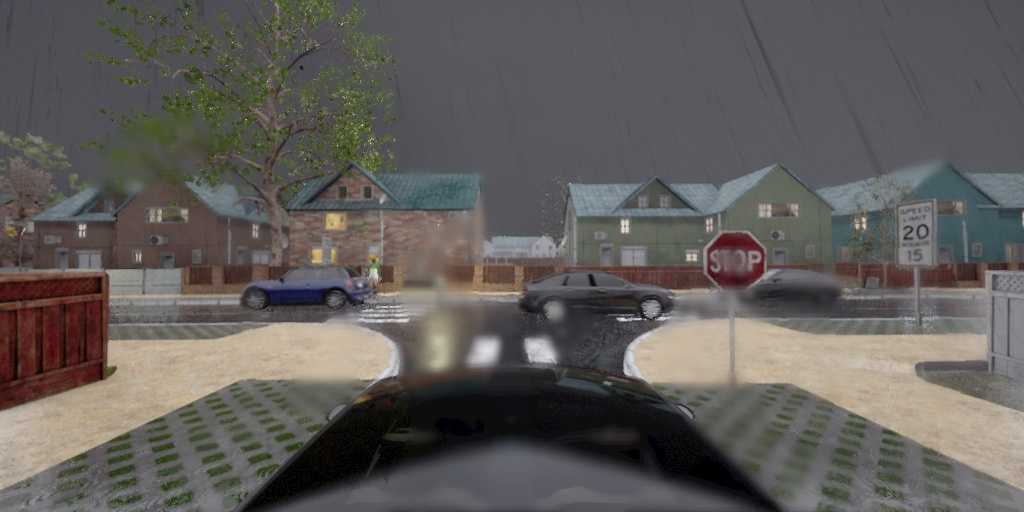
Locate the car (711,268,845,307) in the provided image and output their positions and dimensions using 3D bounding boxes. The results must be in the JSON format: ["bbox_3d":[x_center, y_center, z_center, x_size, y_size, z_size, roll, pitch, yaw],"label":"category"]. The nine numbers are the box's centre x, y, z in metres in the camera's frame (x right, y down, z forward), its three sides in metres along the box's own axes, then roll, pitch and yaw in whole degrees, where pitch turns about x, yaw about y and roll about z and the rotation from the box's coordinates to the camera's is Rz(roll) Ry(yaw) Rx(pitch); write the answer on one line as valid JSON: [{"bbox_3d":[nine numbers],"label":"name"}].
[{"bbox_3d":[10.542,1.221,14.378,4.674,1.442,1.812,0,-1,1],"label":"car"}]

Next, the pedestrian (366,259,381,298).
[{"bbox_3d":[-6.763,1.056,17.464,0.375,1.860,0.375,0,-1,1],"label":"pedestrian"}]

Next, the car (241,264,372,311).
[{"bbox_3d":[-8.259,1.218,14.565,4.553,1.767,2.097,-1,-1,1],"label":"car"}]

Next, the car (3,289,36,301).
[{"bbox_3d":[-17.833,1.450,11.707,5.357,1.411,2.033,-1,-1,1],"label":"car"}]

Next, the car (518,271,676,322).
[{"bbox_3d":[2.649,1.222,11.496,4.892,1.490,1.837,-1,-1,1],"label":"car"}]
